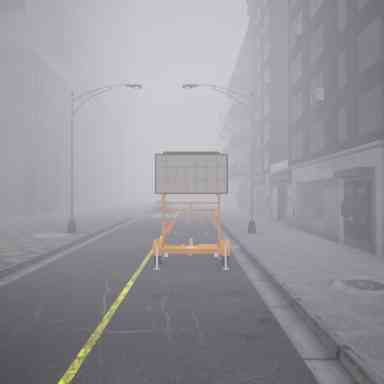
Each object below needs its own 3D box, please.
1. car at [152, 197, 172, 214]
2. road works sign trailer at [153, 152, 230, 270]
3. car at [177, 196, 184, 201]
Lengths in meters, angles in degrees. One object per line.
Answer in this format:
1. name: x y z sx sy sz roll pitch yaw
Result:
1. car: -3.152 1.576 35.749 2.033 1.411 5.357 0 0 0
2. road works sign trailer: -0.019 0.467 11.038 2.380 3.560 2.880 0 0 0
3. car: -3.140 1.751 95.338 2.033 1.411 5.357 0 0 0
